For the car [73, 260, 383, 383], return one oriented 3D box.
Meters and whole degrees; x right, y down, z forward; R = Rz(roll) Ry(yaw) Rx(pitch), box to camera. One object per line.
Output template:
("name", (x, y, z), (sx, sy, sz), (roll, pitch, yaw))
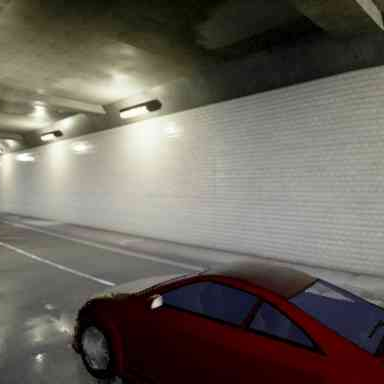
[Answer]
("car", (0.452, 1.548, 3.932), (4.181, 1.385, 1.994), (1, 0, 38))
